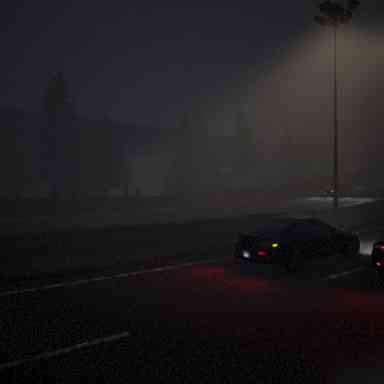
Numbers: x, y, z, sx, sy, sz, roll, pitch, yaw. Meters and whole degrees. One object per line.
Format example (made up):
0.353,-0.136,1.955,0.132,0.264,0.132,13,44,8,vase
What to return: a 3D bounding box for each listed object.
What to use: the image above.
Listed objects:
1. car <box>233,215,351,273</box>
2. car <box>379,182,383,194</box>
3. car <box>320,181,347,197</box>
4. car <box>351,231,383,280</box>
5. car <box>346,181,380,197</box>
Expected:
3.372,1.467,10.506,4.674,1.442,1.812,-2,1,-35,car
20.320,-0.412,31.501,4.902,1.511,2.128,-8,5,-35,car
16.250,-0.398,37.195,4.892,1.490,1.837,-8,5,-35,car
6.417,1.404,8.379,4.902,1.511,2.128,-2,1,-35,car
18.305,-0.380,34.363,4.674,1.442,1.812,-8,5,-35,car
